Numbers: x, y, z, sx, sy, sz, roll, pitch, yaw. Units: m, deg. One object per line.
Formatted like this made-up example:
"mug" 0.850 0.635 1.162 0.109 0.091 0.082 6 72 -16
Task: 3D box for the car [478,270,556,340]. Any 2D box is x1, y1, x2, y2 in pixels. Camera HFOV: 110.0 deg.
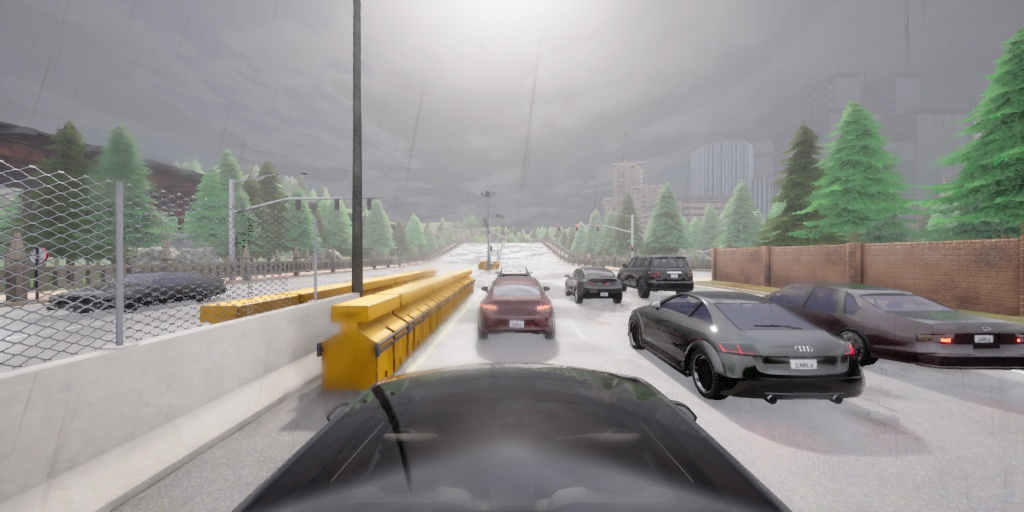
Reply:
"car" 0.104 1.276 9.884 1.812 1.442 4.674 0 0 0

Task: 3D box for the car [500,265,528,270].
"car" 0.107 1.241 19.130 2.128 1.511 4.902 0 0 0

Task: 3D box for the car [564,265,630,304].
"car" 3.605 1.255 16.424 1.837 1.490 4.892 0 0 0

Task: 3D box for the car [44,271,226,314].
"car" -14.026 1.298 14.003 2.033 1.411 5.357 0 0 1

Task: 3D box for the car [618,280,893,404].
"car" 3.604 1.314 6.458 1.994 1.385 4.181 0 0 -1

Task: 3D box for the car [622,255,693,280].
"car" 7.105 0.972 18.366 2.150 2.045 5.566 0 0 0

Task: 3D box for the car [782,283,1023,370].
"car" 7.102 1.297 7.908 2.033 1.411 5.357 0 0 0
